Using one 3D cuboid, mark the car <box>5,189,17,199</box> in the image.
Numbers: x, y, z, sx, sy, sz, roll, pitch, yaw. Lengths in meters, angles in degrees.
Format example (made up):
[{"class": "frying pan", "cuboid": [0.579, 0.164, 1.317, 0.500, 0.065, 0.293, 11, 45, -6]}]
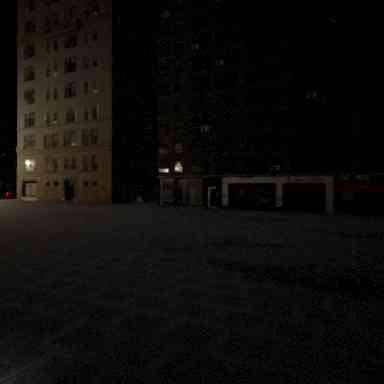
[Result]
[{"class": "car", "cuboid": [-29.197, 0.394, 56.528, 2.097, 1.767, 4.553, 1, 1, 26]}]
